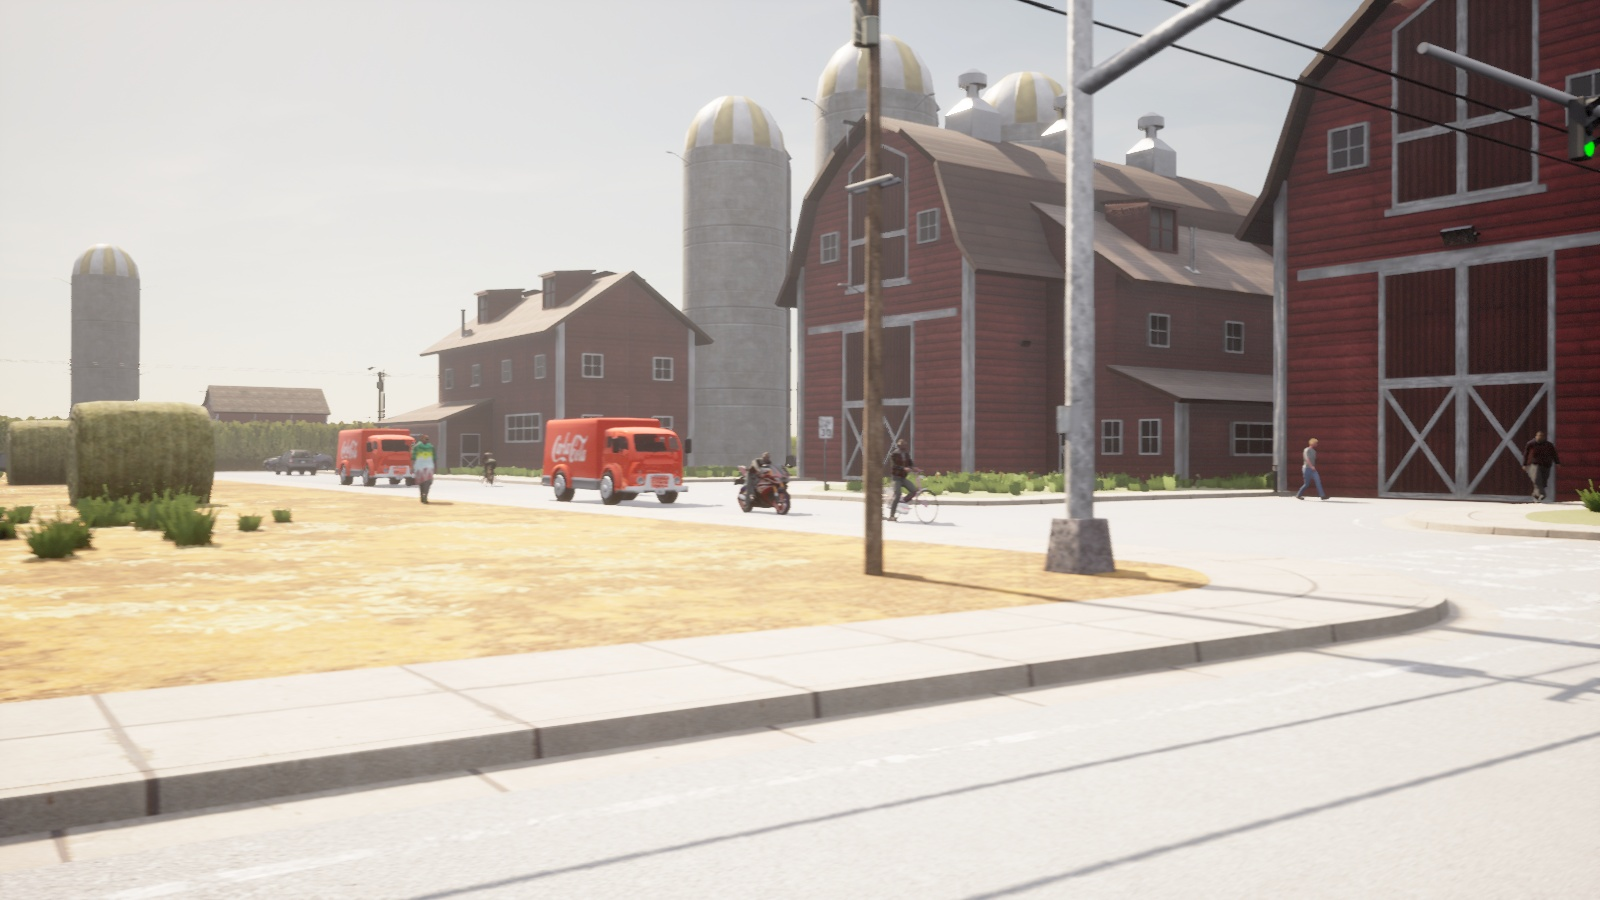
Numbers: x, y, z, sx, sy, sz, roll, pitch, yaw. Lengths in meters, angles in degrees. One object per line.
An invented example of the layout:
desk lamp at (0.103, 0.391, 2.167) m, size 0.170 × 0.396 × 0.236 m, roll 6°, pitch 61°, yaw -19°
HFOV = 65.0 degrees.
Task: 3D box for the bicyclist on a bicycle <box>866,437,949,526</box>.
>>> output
bicyclist on a bicycle at (2.214, 0.643, 26.149) m, size 0.659 × 1.776 × 1.843 m, roll 0°, pitch -1°, yaw -36°

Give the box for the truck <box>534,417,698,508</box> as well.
truck at (-5.467, 0.327, 36.768) m, size 2.627 × 2.467 × 5.204 m, roll 0°, pitch 0°, yaw -36°

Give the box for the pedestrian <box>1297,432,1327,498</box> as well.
pedestrian at (14.422, 0.416, 35.396) m, size 0.354 × 1.836 × 0.706 m, roll 0°, pitch 0°, yaw -37°

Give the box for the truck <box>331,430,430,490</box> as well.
truck at (-18.248, 0.403, 54.442) m, size 2.627 × 2.467 × 5.204 m, roll 0°, pitch 0°, yaw -36°

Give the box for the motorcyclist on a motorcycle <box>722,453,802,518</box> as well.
motorcyclist on a motorcycle at (-0.936, 0.830, 30.507) m, size 0.866 × 1.530 × 2.191 m, roll 0°, pitch 0°, yaw -36°

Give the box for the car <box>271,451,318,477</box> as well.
car at (-31.987, 0.879, 79.411) m, size 1.851 × 1.617 × 3.988 m, roll 0°, pitch 0°, yaw -36°

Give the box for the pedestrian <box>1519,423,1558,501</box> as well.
pedestrian at (17.768, 0.296, 30.237) m, size 0.634 × 1.844 × 0.899 m, roll 0°, pitch 0°, yaw 19°

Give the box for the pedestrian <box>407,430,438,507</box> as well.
pedestrian at (-9.724, 0.472, 32.340) m, size 0.659 × 1.952 × 0.873 m, roll 0°, pitch 0°, yaw -24°
